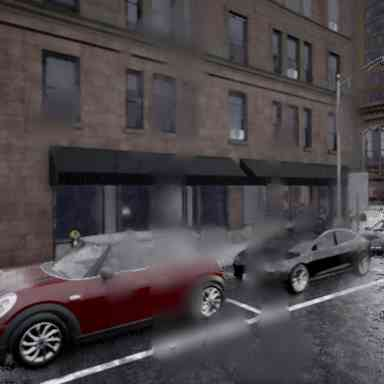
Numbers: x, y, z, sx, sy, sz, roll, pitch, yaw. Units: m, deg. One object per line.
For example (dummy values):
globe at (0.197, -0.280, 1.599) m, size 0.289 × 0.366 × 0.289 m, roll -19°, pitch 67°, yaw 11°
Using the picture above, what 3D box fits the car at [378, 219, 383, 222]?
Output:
car at (7.543, 1.615, 12.042) m, size 4.403 × 1.369 × 2.008 m, roll 0°, pitch -1°, yaw -35°

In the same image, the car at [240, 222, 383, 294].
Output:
car at (3.061, 1.603, 8.845) m, size 4.313 × 1.339 × 1.947 m, roll 0°, pitch -1°, yaw -35°

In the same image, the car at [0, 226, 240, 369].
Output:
car at (-1.421, 1.450, 5.650) m, size 4.097 × 1.590 × 1.967 m, roll 0°, pitch -1°, yaw -35°
